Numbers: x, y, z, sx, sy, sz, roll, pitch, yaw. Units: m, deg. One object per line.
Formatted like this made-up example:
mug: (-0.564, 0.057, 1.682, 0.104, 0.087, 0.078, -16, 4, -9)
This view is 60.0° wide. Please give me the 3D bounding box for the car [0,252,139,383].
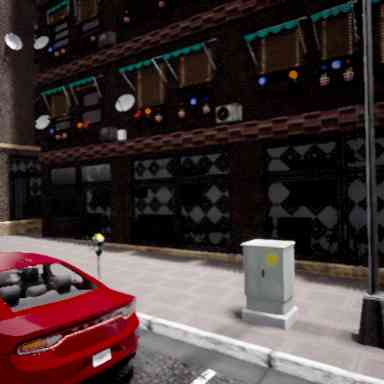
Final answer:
car: (-2.753, 1.513, 4.579, 4.507, 1.381, 1.887, 0, -1, 34)
